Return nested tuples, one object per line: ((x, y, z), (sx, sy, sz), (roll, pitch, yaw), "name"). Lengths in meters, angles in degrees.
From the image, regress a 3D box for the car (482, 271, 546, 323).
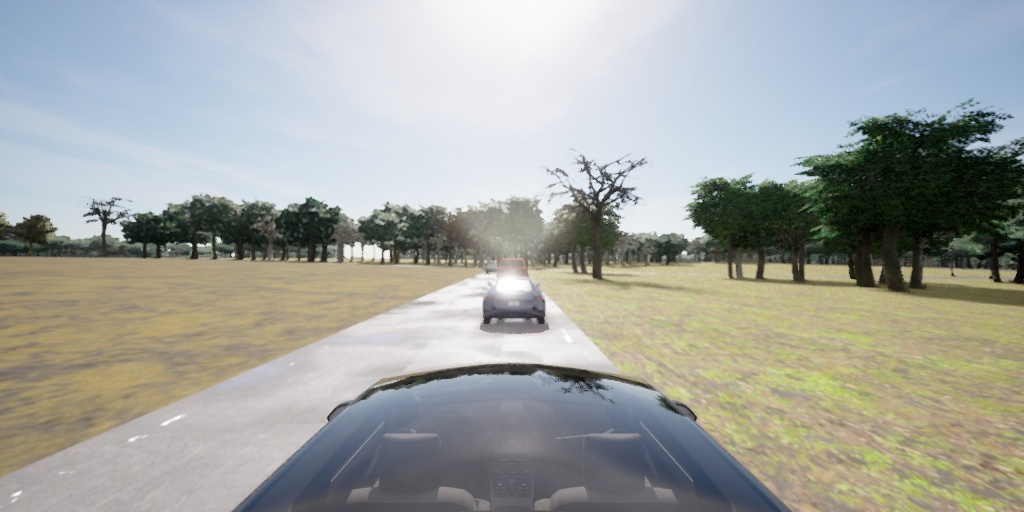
((0.070, 1.374, 12.392), (1.994, 1.385, 4.181), (0, -1, 0), "car")

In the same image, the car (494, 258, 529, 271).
((0.070, 1.198, 26.687), (2.150, 2.045, 5.566), (0, 0, 0), "car")

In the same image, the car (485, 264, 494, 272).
((-2.805, 1.834, 51.774), (1.882, 1.535, 5.008), (0, -1, 0), "car")
